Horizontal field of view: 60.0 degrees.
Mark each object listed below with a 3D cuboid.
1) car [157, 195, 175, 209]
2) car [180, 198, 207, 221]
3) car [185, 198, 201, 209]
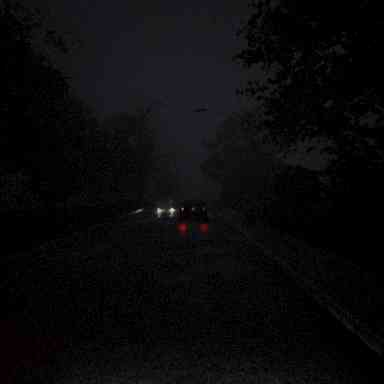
[{"bbox_3d":[-3.344,1.242,43.413,2.097,1.767,4.553,0,0,0],"label":"car"},{"bbox_3d":[0.095,1.303,27.120,2.097,1.767,4.553,0,0,0],"label":"car"},{"bbox_3d":[0.094,1.454,43.272,1.994,1.385,4.181,0,0,0],"label":"car"}]
